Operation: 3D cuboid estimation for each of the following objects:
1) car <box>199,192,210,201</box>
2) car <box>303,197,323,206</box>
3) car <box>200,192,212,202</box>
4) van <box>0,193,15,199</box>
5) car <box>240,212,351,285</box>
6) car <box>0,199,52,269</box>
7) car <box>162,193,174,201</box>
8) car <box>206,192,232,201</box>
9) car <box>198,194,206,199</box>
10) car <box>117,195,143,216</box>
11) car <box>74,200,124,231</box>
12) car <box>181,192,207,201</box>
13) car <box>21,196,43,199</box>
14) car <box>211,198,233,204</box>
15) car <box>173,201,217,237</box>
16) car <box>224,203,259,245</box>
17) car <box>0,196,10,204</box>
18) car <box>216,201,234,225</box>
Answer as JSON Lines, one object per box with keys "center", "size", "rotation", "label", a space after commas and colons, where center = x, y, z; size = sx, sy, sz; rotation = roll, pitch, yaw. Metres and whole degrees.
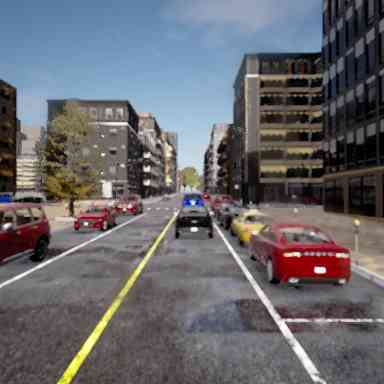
{"center": [2.821, 0.967, 74.768], "size": [2.192, 1.841, 5.009], "rotation": [1, 0, 0], "label": "car"}
{"center": [17.278, 1.355, 45.358], "size": [4.206, 1.307, 1.802], "rotation": [0, -1, 0], "label": "car"}
{"center": [2.830, 0.993, 69.068], "size": [2.192, 1.841, 5.009], "rotation": [1, 0, 0], "label": "car"}
{"center": [-26.249, 0.977, 45.266], "size": [3.998, 1.788, 1.690], "rotation": [0, -1, 0], "label": "van"}
{"center": [2.703, 1.500, 9.241], "size": [1.887, 1.381, 4.507], "rotation": [1, 0, 0], "label": "car"}
{"center": [-5.673, 1.271, 9.208], "size": [2.192, 1.841, 5.009], "rotation": [1, 0, 0], "label": "car"}
{"center": [-5.807, 1.203, 74.704], "size": [2.008, 1.369, 4.403], "rotation": [1, 0, 0], "label": "car"}
{"center": [2.778, 1.169, 30.994], "size": [2.192, 1.841, 5.009], "rotation": [1, 0, 0], "label": "car"}
{"center": [2.694, 1.140, 91.854], "size": [1.947, 1.339, 4.313], "rotation": [1, 0, 0], "label": "car"}
{"center": [-5.749, 1.169, 30.987], "size": [2.192, 1.841, 5.009], "rotation": [1, 0, 0], "label": "car"}
{"center": [-5.679, 1.449, 20.100], "size": [1.887, 1.381, 4.507], "rotation": [1, 0, 0], "label": "car"}
{"center": [0.097, 1.068, 32.636], "size": [2.150, 2.045, 5.566], "rotation": [0, 0, 0], "label": "car"}
{"center": [-26.269, 1.318, 53.643], "size": [4.313, 1.339, 1.947], "rotation": [0, -1, 0], "label": "car"}
{"center": [2.701, 1.445, 25.559], "size": [1.947, 1.339, 4.313], "rotation": [1, 0, 0], "label": "car"}
{"center": [0.099, 1.423, 17.311], "size": [1.837, 1.490, 4.892], "rotation": [0, 0, 0], "label": "car"}
{"center": [2.703, 1.455, 14.850], "size": [1.752, 1.417, 4.829], "rotation": [1, 0, 0], "label": "car"}
{"center": [-31.900, 1.318, 53.630], "size": [4.206, 1.307, 1.802], "rotation": [0, -1, 0], "label": "car"}
{"center": [2.701, 1.470, 20.120], "size": [1.947, 1.339, 4.313], "rotation": [1, 0, 0], "label": "car"}
